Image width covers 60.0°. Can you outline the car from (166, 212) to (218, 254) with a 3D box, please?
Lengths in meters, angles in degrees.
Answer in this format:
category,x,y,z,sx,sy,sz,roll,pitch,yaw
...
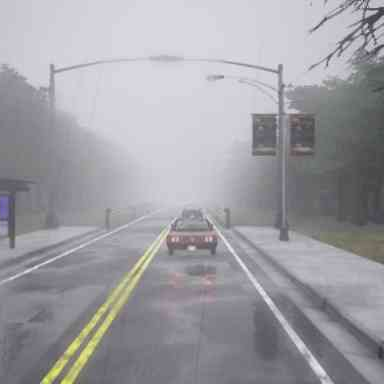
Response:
category,x,y,z,sx,sy,sz,roll,pitch,yaw
car,0.005,1.742,14.113,1.895,1.301,4.718,0,-1,0

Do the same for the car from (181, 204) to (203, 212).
category,x,y,z,sx,sy,sz,roll,pitch,yaw
car,0.015,1.818,29.395,1.812,1.442,4.674,0,0,0
